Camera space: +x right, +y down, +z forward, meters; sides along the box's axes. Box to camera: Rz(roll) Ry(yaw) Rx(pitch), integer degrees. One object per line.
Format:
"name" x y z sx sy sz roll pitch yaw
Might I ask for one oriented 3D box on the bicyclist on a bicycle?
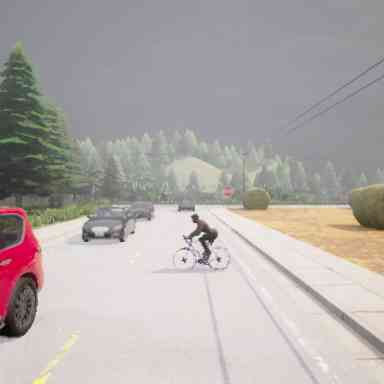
"bicyclist on a bicycle" 0.260 1.441 9.412 1.656 1.620 0.582 -1 0 -1

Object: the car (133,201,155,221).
"car" -4.103 1.502 27.145 1.837 1.490 4.892 0 0 -1

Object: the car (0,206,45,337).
"car" -3.645 1.223 3.681 2.150 2.045 5.566 0 0 -1

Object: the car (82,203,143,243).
"car" -3.899 1.490 16.274 2.128 1.511 4.902 0 0 -1

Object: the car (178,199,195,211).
"car" -0.680 1.558 40.073 1.994 1.385 4.181 0 0 -2
